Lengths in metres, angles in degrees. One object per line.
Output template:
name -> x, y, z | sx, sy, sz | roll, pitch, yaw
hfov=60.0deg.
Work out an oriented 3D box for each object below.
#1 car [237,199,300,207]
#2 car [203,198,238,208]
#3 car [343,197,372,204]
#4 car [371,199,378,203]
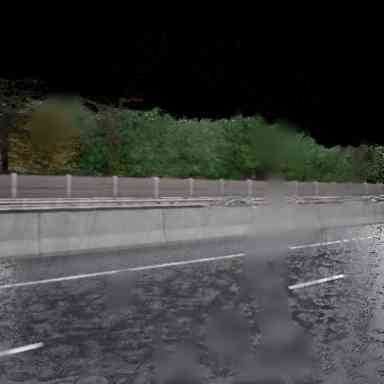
car -> 6.121, 1.315, 24.786 | 4.902, 1.511, 2.128 | 0, 1, -33
car -> 3.070, 1.278, 26.987 | 4.902, 1.511, 2.128 | 0, 1, -33
car -> 18.709, 1.301, 37.028 | 4.892, 1.490, 1.837 | 0, 0, -32
car -> 21.054, 1.433, 34.381 | 4.718, 1.301, 1.895 | 0, 1, -32
